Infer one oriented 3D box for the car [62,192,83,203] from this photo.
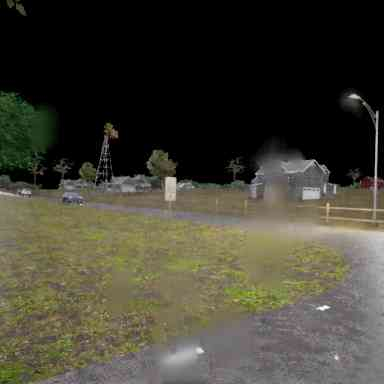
[{"bbox_3d":[-18.484,0.781,51.309,2.097,1.767,4.553,2,-1,-36],"label":"car"}]
